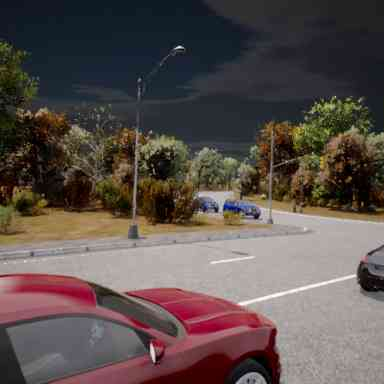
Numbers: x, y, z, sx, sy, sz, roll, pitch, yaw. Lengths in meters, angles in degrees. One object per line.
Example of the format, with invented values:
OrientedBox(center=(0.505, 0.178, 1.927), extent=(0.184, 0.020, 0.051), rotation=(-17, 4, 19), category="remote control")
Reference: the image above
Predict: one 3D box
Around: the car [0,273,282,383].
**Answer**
OrientedBox(center=(-1.349, 1.479, 2.783), extent=(5.008, 1.535, 1.882), rotation=(0, 0, -36), category="car")

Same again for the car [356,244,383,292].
OrientedBox(center=(5.800, 1.663, 7.936), extent=(4.181, 1.385, 1.994), rotation=(1, -1, -35), category="car")

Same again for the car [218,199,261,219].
OrientedBox(center=(5.439, 1.842, 37.153), extent=(2.150, 2.045, 5.566), rotation=(3, -1, -22), category="car")

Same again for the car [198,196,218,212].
OrientedBox(center=(1.934, 1.688, 46.755), extent=(2.150, 2.045, 5.566), rotation=(3, 1, -18), category="car")
